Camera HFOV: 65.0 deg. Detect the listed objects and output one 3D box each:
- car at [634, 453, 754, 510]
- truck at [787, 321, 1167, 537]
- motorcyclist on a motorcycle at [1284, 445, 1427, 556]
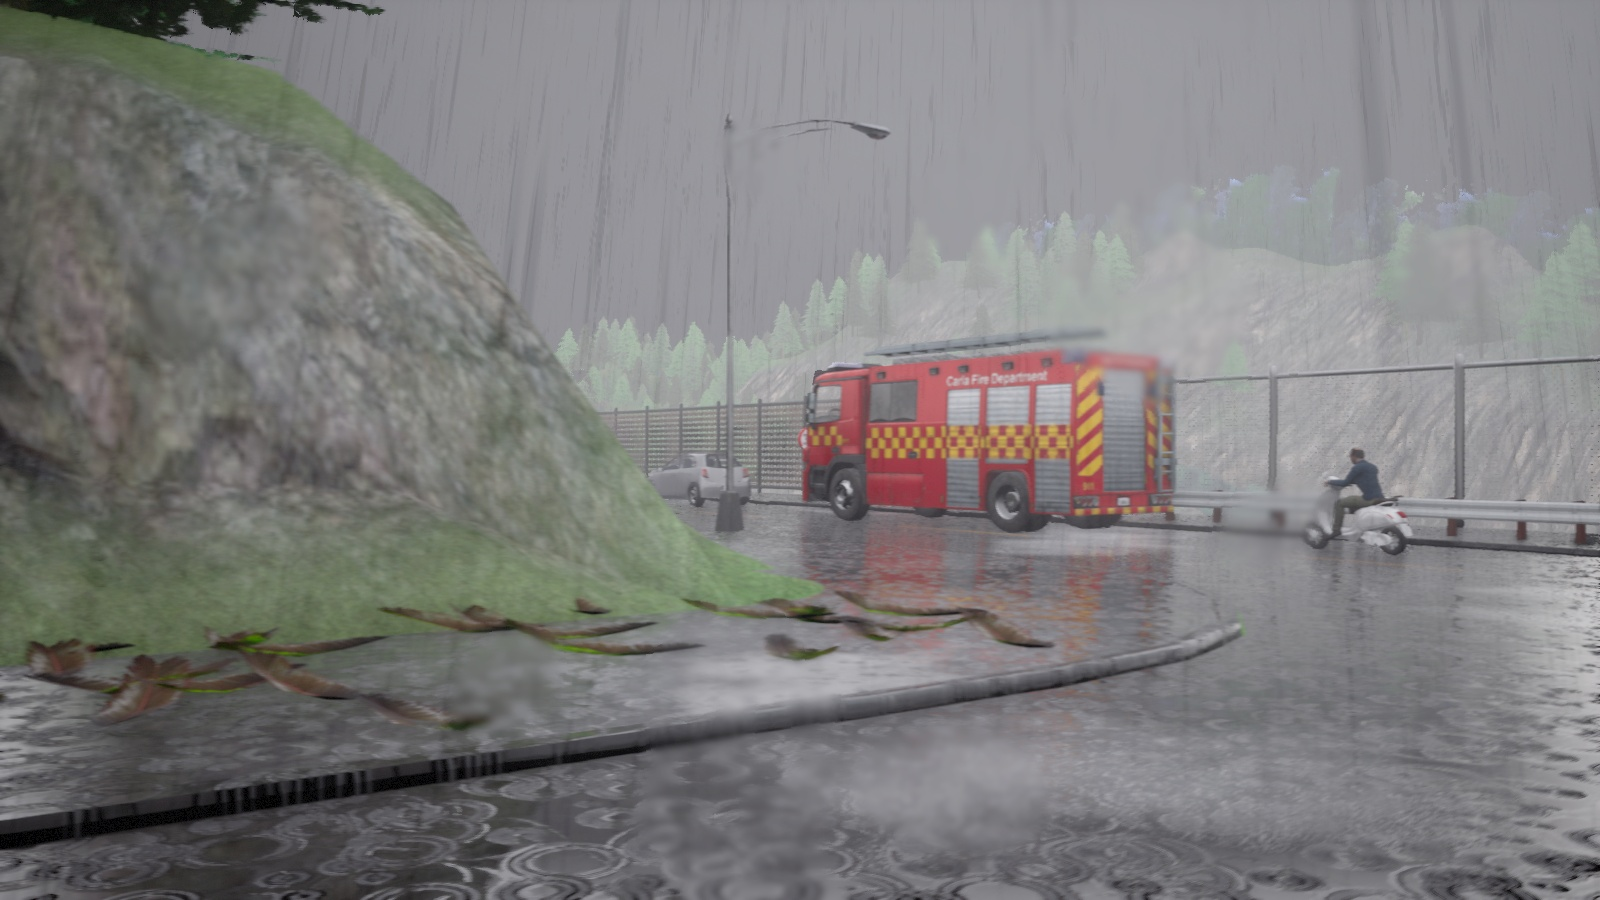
[{"bbox_3d":[-3.061,0.853,35.728,1.845,1.501,3.633,0,0,-35],"label":"car"},{"bbox_3d":[3.359,-0.361,26.566,2.891,3.827,8.468,0,0,-36],"label":"truck"},{"bbox_3d":[8.371,0.728,19.005,0.866,1.590,1.817,0,0,-29],"label":"motorcyclist on a motorcycle"}]
